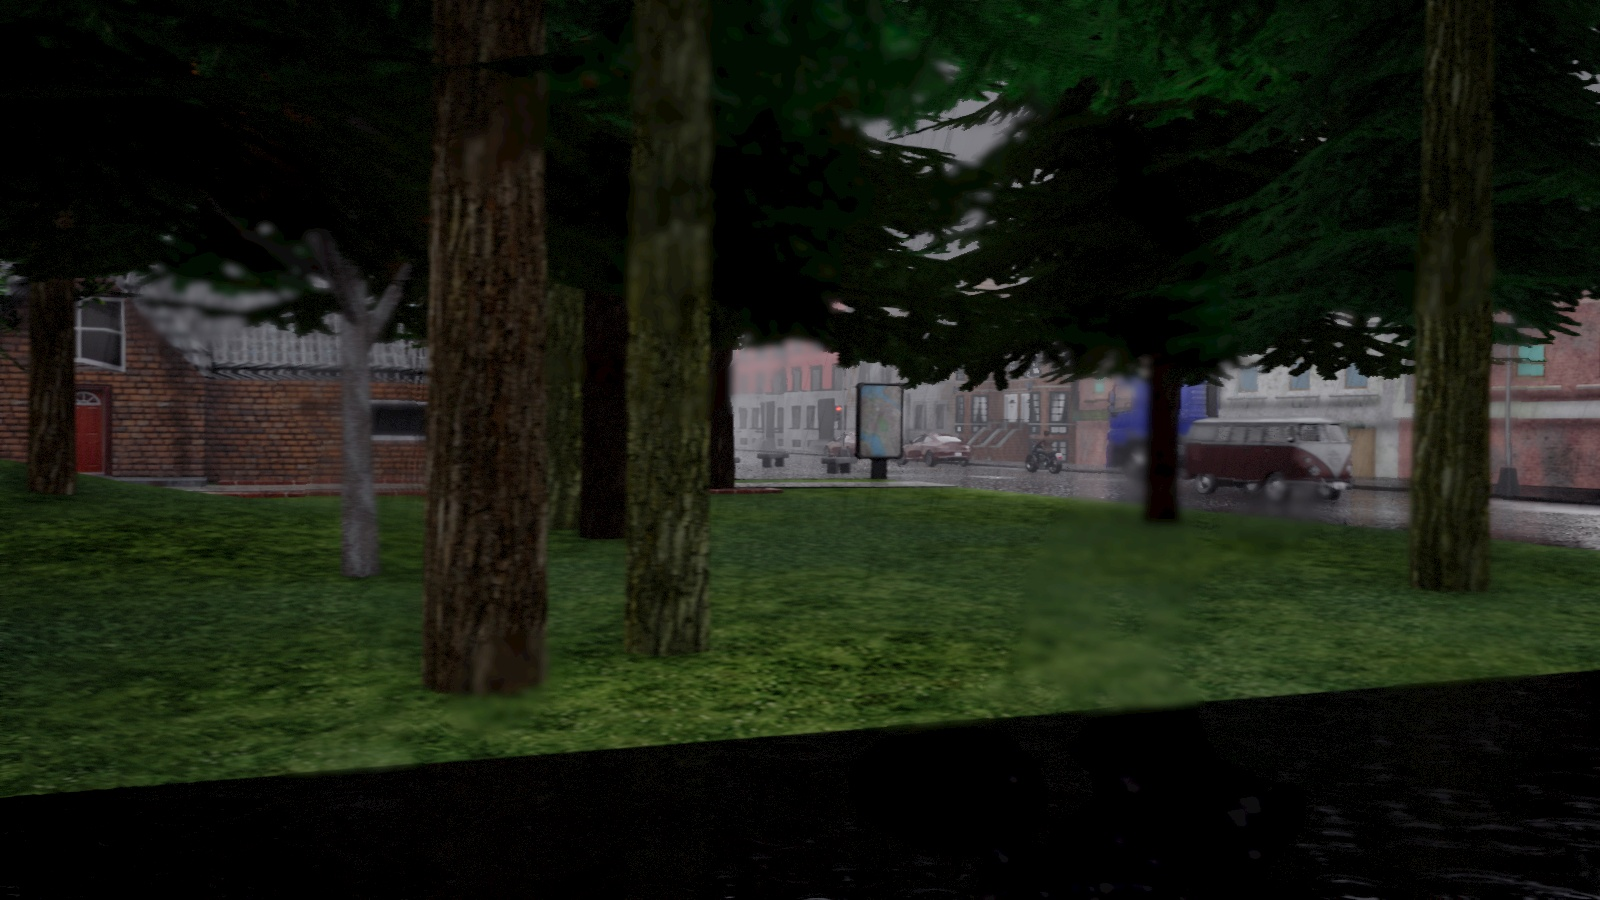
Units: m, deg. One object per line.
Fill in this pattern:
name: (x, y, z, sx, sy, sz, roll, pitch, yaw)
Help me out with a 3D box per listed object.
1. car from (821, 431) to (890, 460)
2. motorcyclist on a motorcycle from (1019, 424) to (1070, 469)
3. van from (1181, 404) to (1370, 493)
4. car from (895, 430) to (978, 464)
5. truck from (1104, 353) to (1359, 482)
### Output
car: (2.811, -0.258, 64.587, 1.812, 1.442, 4.674, -1, 1, -21)
motorcyclist on a motorcycle: (9.230, -0.124, 47.447, 0.766, 1.649, 2.350, -1, 1, -20)
van: (11.350, -0.066, 30.330, 1.775, 1.987, 4.442, -1, 1, -20)
car: (6.024, -0.153, 56.033, 1.812, 1.442, 4.674, -1, 1, -20)
truck: (12.734, -0.941, 38.022, 2.891, 3.462, 7.936, -1, 1, -20)
